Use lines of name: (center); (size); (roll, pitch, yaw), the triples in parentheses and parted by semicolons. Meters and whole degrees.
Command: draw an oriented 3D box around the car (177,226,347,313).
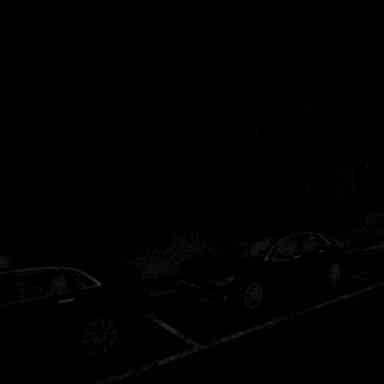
car: (1.721, 1.493, 7.418); (4.403, 1.369, 2.008); (-1, 0, -36)

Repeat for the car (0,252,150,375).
car: (-2.684, 1.549, 4.273); (4.403, 1.369, 2.008); (-1, 0, -36)
